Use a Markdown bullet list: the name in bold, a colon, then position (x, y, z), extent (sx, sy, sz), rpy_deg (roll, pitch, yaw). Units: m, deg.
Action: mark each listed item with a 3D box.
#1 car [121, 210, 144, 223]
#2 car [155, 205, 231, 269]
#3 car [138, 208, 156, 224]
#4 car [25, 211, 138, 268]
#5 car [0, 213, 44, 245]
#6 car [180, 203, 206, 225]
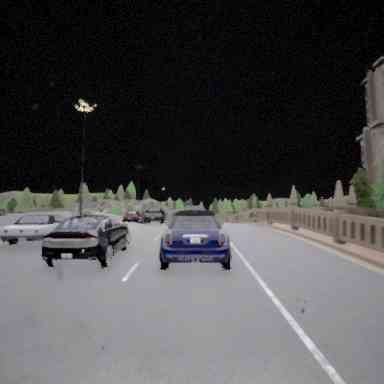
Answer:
- **car**: position (-6.926, 2.961, 39.224), extent (1.812, 1.442, 4.674), rpy_deg (0, -6, 0)
- **car**: position (0.093, 1.392, 11.496), extent (2.097, 1.767, 4.553), rpy_deg (0, 0, 0)
- **car**: position (-3.421, 2.238, 31.389), extent (2.128, 1.511, 4.902), rpy_deg (0, -4, 0)
- **car**: position (-3.407, 1.533, 11.463), extent (2.128, 1.511, 4.902), rpy_deg (0, 0, 0)
- **car**: position (-6.909, 1.676, 15.763), extent (1.895, 1.301, 4.718), rpy_deg (0, -1, 0)
- **car**: position (0.081, 1.927, 28.883), extent (2.097, 1.767, 4.553), rpy_deg (0, -4, 0)
